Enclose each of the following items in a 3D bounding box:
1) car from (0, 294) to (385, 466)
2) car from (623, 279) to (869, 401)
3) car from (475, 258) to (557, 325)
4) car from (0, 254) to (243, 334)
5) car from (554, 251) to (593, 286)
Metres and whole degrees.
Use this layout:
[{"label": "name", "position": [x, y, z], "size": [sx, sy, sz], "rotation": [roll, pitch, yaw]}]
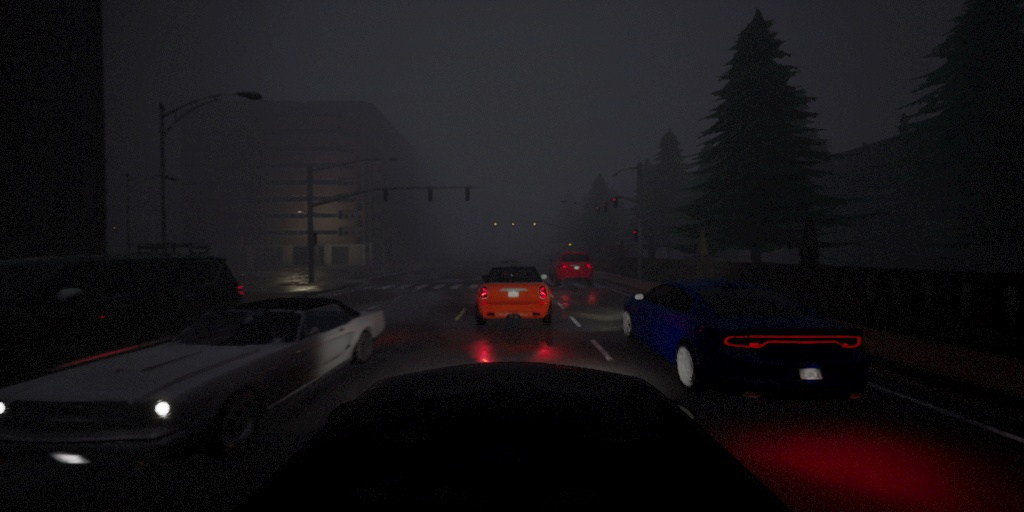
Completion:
[{"label": "car", "position": [-3.600, 1.348, 5.174], "size": [1.895, 1.301, 4.718], "rotation": [-1, 1, 2]}, {"label": "car", "position": [3.468, 1.145, 6.513], "size": [1.882, 1.535, 5.008], "rotation": [0, 1, 2]}, {"label": "car", "position": [0.077, 0.999, 11.556], "size": [2.097, 1.767, 4.553], "rotation": [-1, 1, 1]}, {"label": "car", "position": [-7.083, 0.994, 5.720], "size": [2.150, 2.045, 5.566], "rotation": [0, 1, 1]}, {"label": "car", "position": [3.647, 0.717, 22.853], "size": [2.150, 2.045, 5.566], "rotation": [-1, 1, 0]}]
